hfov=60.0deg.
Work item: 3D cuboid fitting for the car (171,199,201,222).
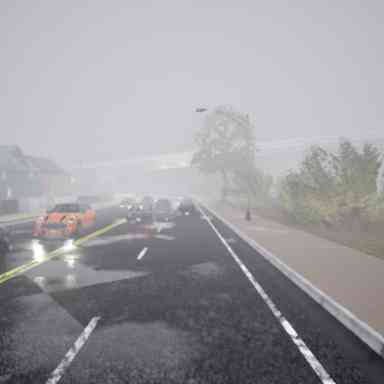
[{"bbox_3d":[-0.369,1.489,25.854,1.994,1.385,4.181,-1,0,0],"label":"car"}]

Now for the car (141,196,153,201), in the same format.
[{"bbox_3d":[-7.456,1.444,55.944,1.837,1.490,4.892,-1,0,0],"label":"car"}]

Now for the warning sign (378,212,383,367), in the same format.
[{"bbox_3d":[2.843,1.073,3.323,1.300,1.860,1.060,1,2,-1],"label":"warning sign"}]

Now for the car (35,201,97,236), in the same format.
[{"bbox_3d":[-6.855,1.368,18.581,2.097,1.767,4.553,-1,0,-1],"label":"car"}]

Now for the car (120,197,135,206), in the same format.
[{"bbox_3d":[-10.695,1.524,55.826,2.033,1.411,5.357,-1,0,0],"label":"car"}]

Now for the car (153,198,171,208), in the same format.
[{"bbox_3d":[-3.915,1.483,46.471,1.994,1.385,4.181,-1,0,-1],"label":"car"}]

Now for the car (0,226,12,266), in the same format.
[{"bbox_3d":[-6.702,1.536,8.755,2.128,1.511,4.902,-1,0,-1],"label":"car"}]

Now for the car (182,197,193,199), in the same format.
[{"bbox_3d":[-0.635,1.379,44.443,2.128,1.511,4.902,-1,0,-1],"label":"car"}]

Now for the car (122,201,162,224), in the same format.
[{"bbox_3d":[-3.613,1.565,24.664,1.895,1.301,4.718,-1,0,-1],"label":"car"}]
